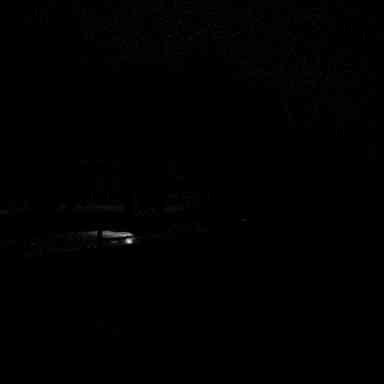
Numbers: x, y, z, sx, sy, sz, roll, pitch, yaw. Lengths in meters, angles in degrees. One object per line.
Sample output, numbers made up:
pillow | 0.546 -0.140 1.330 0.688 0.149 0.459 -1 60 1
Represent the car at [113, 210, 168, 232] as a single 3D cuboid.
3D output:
car | -3.711 2.108 24.791 1.812 1.442 4.674 1 -1 35
